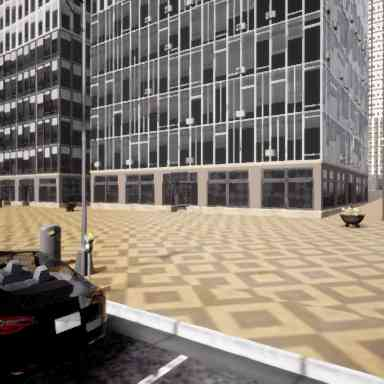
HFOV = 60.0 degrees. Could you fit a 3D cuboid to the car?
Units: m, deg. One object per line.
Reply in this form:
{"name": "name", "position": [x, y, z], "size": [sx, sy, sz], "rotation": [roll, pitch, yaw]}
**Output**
{"name": "car", "position": [-3.144, 1.566, 5.112], "size": [4.313, 1.339, 1.947], "rotation": [0, 0, 35]}
